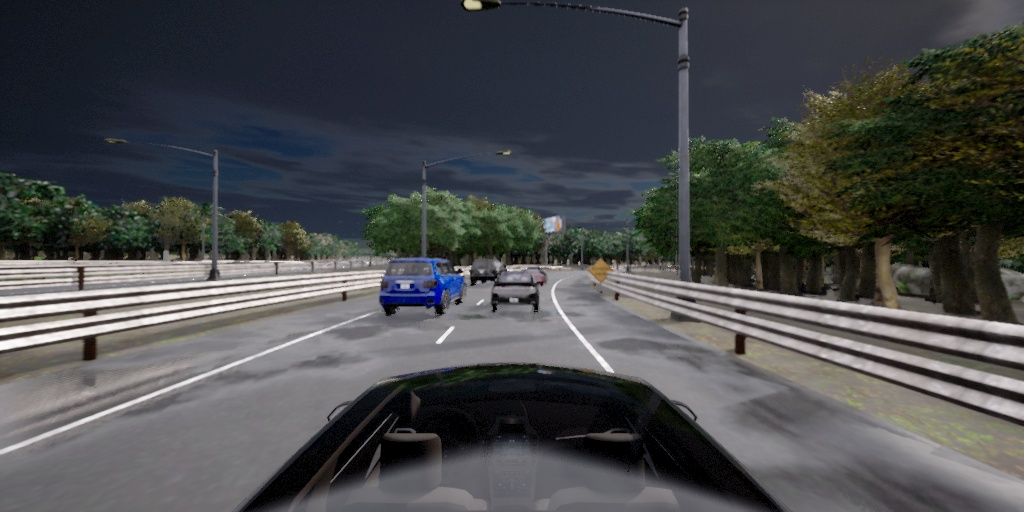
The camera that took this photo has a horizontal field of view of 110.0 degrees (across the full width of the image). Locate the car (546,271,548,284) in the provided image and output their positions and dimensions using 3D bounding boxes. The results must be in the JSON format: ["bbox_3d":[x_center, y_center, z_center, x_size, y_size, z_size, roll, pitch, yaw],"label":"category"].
[{"bbox_3d":[1.838,1.648,29.329,1.994,1.385,4.181,0,-1,11],"label":"car"}]

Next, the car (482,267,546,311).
[{"bbox_3d":[0.232,1.385,15.165,2.128,1.511,4.902,0,-1,4],"label":"car"}]

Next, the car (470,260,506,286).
[{"bbox_3d":[-1.785,1.307,29.076,2.150,2.045,5.566,0,-1,10],"label":"car"}]

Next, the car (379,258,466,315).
[{"bbox_3d":[-3.341,1.109,14.375,2.150,2.045,5.566,0,0,3],"label":"car"}]

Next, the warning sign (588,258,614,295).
[{"bbox_3d":[4.613,1.045,18.587,1.300,1.860,1.060,0,0,5],"label":"warning sign"}]
